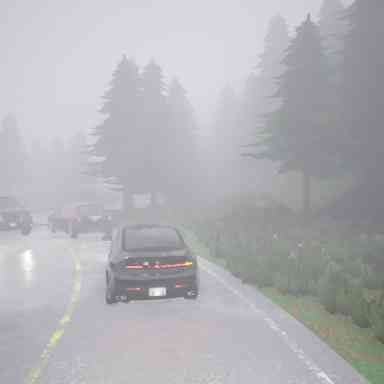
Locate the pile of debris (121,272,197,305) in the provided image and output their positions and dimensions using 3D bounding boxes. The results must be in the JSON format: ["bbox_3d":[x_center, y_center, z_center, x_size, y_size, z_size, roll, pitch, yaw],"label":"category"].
[{"bbox_3d":[-0.851,2.175,7.698,1.500,0.140,1.860,0,0,-14],"label":"pile of debris"}]

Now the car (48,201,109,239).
[{"bbox_3d":[-6.065,1.351,17.812,2.097,1.767,4.553,0,0,-40],"label":"car"}]

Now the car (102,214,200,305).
[{"bbox_3d":[-1.115,1.503,8.208,1.837,1.490,4.892,0,0,-12],"label":"car"}]

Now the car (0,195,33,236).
[{"bbox_3d":[-10.438,1.212,17.757,2.150,2.045,5.566,0,0,-44],"label":"car"}]
